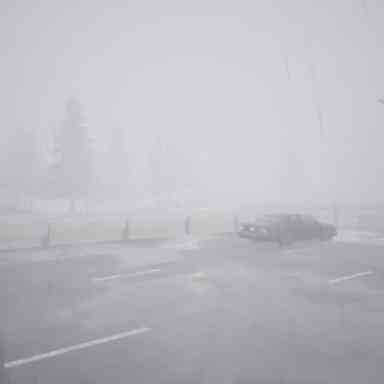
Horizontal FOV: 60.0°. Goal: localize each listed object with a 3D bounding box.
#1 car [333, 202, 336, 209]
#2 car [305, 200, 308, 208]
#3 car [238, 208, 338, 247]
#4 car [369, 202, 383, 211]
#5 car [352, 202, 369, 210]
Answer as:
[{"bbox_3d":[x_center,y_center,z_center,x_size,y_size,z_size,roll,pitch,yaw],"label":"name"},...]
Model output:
[{"bbox_3d":[20.074,2.162,48.044,4.181,1.385,1.994,2,-1,-34],"label":"car"},{"bbox_3d":[17.582,1.926,50.573,4.553,1.767,2.097,1,-1,-34],"label":"car"},{"bbox_3d":[4.604,1.672,15.621,5.357,1.411,2.033,1,0,-35],"label":"car"},{"bbox_3d":[33.124,2.526,57.018,4.902,1.511,2.128,2,-1,-34],"label":"car"},{"bbox_3d":[30.595,2.549,59.517,5.357,1.411,2.033,2,-1,-35],"label":"car"}]
